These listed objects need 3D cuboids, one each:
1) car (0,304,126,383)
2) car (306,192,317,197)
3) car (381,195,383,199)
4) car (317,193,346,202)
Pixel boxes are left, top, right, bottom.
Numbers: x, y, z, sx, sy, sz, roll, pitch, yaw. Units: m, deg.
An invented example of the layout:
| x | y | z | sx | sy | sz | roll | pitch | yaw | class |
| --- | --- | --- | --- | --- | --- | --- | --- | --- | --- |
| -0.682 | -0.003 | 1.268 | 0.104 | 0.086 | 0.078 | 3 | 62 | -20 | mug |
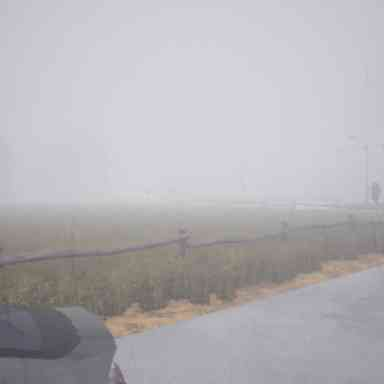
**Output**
| x | y | z | sx | sy | sz | roll | pitch | yaw | class |
| --- | --- | --- | --- | --- | --- | --- | --- | --- | --- |
| -2.709 | 1.492 | 1.553 | 4.902 | 1.511 | 2.128 | 0 | 0 | -36 | car |
| 31.044 | 0.936 | 83.877 | 1.932 | 1.855 | 4.605 | 0 | 0 | -36 | car |
| 47.105 | 0.882 | 79.236 | 1.905 | 1.878 | 3.866 | 0 | 0 | -36 | car |
| 27.605 | 1.182 | 64.896 | 2.242 | 1.667 | 4.611 | 0 | 0 | -36 | car |
